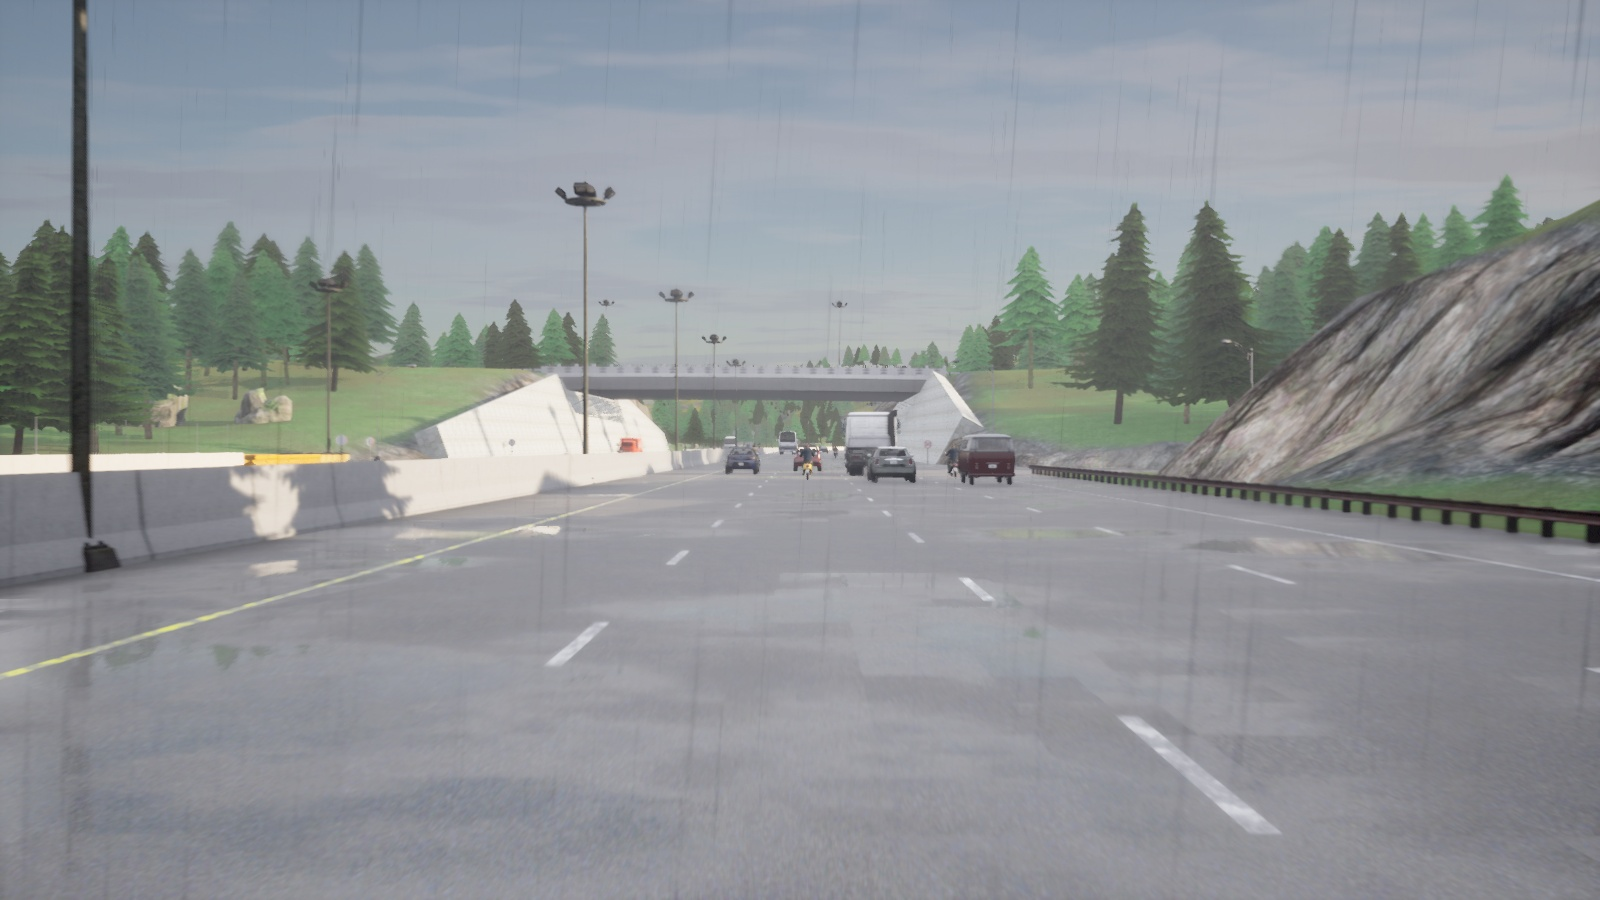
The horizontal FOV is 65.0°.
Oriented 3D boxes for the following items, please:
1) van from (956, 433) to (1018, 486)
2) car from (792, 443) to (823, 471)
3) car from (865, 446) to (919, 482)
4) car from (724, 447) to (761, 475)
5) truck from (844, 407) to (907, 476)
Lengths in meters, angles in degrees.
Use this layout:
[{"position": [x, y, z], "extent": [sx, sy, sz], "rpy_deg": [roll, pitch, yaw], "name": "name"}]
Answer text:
[{"position": [7.299, 0.357, 49.426], "extent": [1.775, 1.987, 4.442], "rpy_deg": [0, 0, 0], "name": "van"}, {"position": [0.455, 0.414, 76.571], "extent": [1.851, 1.617, 3.988], "rpy_deg": [0, 0, 0], "name": "car"}, {"position": [3.817, 0.556, 52.586], "extent": [1.970, 1.475, 3.806], "rpy_deg": [0, 0, 0], "name": "car"}, {"position": [-3.094, 0.552, 68.154], "extent": [1.816, 1.474, 4.193], "rpy_deg": [0, 0, 0], "name": "car"}, {"position": [3.896, -0.432, 66.208], "extent": [2.891, 3.462, 7.936], "rpy_deg": [0, 0, 0], "name": "truck"}]
